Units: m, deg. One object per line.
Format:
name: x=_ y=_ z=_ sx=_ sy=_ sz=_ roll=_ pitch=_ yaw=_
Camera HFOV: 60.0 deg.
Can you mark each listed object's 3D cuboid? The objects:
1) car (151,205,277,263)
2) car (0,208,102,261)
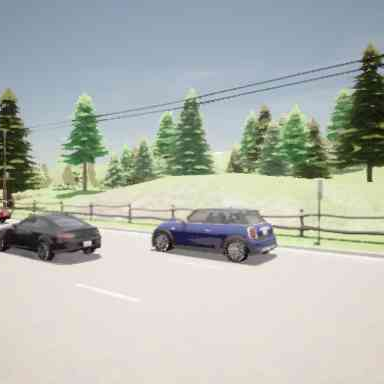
car: x=0.652 y=1.325 z=12.121 sx=4.553 sy=1.767 sz=2.097 roll=0 pitch=0 yaw=36
car: x=-5.225 y=1.479 z=12.018 sx=4.674 sy=1.442 sz=1.812 roll=0 pitch=0 yaw=35
